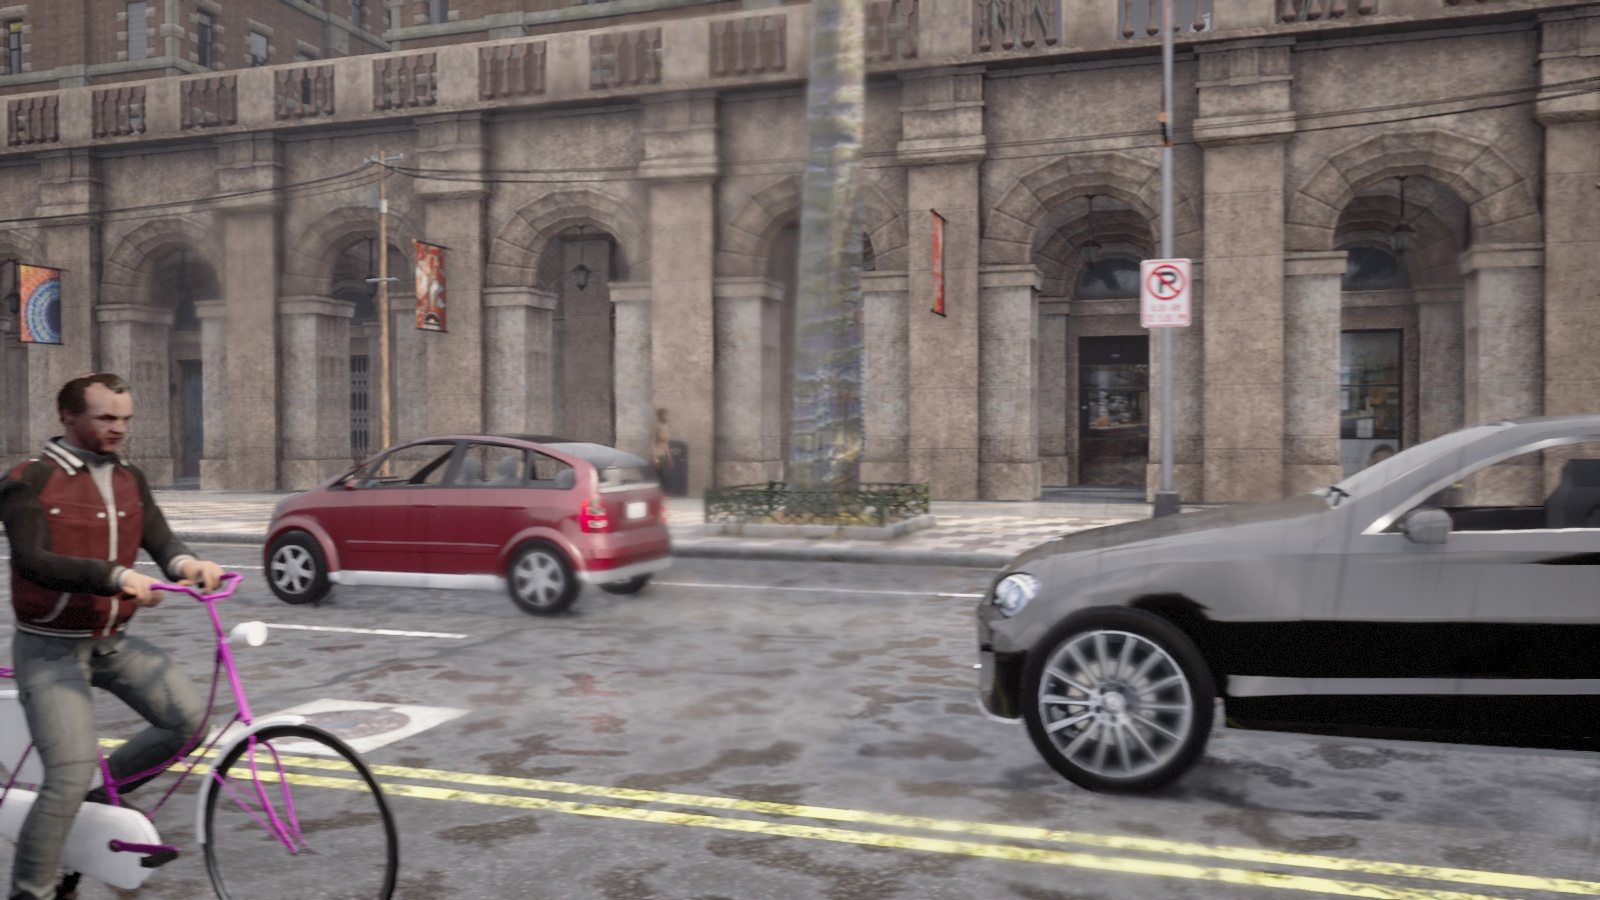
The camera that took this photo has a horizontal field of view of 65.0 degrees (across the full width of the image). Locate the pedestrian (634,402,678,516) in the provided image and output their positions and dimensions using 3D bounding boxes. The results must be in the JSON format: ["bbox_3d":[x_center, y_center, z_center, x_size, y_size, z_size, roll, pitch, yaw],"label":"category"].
[{"bbox_3d":[-2.363,0.145,20.551,0.634,1.846,0.331,1,1,18],"label":"pedestrian"}]

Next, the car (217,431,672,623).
[{"bbox_3d":[-3.260,0.606,11.684,3.705,1.549,1.789,1,1,19],"label":"car"}]

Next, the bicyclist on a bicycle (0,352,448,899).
[{"bbox_3d":[-2.079,0.627,3.891,1.843,1.776,0.659,0,1,19],"label":"bicyclist on a bicycle"}]

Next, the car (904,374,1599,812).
[{"bbox_3d":[3.190,0.524,5.809,5.027,1.651,2.152,1,1,19],"label":"car"}]
